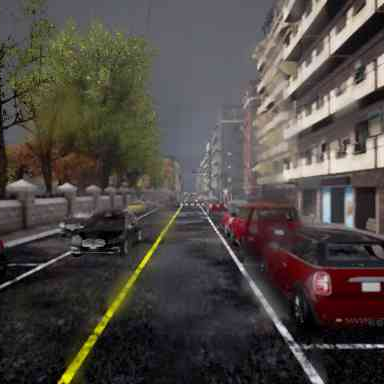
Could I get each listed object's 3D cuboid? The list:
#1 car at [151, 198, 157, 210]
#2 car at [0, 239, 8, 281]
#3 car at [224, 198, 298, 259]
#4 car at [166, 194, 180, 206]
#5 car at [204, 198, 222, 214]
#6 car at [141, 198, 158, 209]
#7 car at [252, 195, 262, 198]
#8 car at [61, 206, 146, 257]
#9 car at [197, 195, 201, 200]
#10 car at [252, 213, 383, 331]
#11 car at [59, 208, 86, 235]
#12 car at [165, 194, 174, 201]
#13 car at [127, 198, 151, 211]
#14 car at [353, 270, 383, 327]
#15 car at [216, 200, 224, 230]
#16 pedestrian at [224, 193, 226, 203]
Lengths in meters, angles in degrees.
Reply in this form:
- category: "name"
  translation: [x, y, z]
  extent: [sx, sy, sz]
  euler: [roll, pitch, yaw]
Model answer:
- category: "car"
  translation: [-5.820, 1.569, 40.658]
  extent: [2.008, 1.369, 4.403]
  euler: [0, 0, 0]
- category: "car"
  translation: [-5.714, 1.441, 6.876]
  extent: [1.967, 1.590, 4.097]
  euler: [0, 0, 0]
- category: "car"
  translation: [2.648, 1.319, 12.534]
  extent: [2.192, 1.841, 5.009]
  euler: [0, 0, 0]
- category: "car"
  translation: [-3.181, 1.442, 57.012]
  extent: [2.097, 1.767, 4.553]
  euler: [0, 0, 0]
- category: "car"
  translation: [2.577, 1.455, 35.055]
  extent: [1.967, 1.590, 4.097]
  euler: [0, 0, 0]
- category: "car"
  translation: [-5.838, 1.549, 46.119]
  extent: [1.752, 1.417, 4.829]
  euler: [0, 0, 0]
- category: "car"
  translation: [14.384, 1.649, 73.346]
  extent: [5.009, 1.841, 2.192]
  euler: [1, -1, 0]
- category: "car"
  translation: [-3.142, 1.508, 12.963]
  extent: [1.837, 1.490, 4.892]
  euler: [0, 0, 0]
- category: "car"
  translation: [2.385, 1.621, 95.587]
  extent: [1.752, 1.417, 4.829]
  euler: [0, 0, 0]
- category: "car"
  translation: [2.667, 1.442, 6.903]
  extent: [1.967, 1.590, 4.097]
  euler: [0, 0, 0]
- category: "car"
  translation: [-5.749, 1.555, 18.137]
  extent: [2.008, 1.369, 4.403]
  euler: [0, 0, 0]
- category: "car"
  translation: [-5.978, 1.399, 89.855]
  extent: [2.192, 1.841, 5.009]
  euler: [0, 0, 0]
- category: "car"
  translation: [-5.802, 1.539, 34.858]
  extent: [1.752, 1.417, 4.829]
  euler: [0, 0, 0]
- category: "car"
  translation: [2.684, 1.545, 1.274]
  extent: [1.887, 1.381, 4.507]
  euler: [0, 0, 0]
- category: "car"
  translation: [2.631, 1.445, 18.165]
  extent: [1.967, 1.590, 4.097]
  euler: [0, 0, 0]
- category: "pedestrian"
  translation: [5.946, 1.087, 59.712]
  extent: [0.375, 1.860, 0.375]
  euler: [0, 0, 0]
